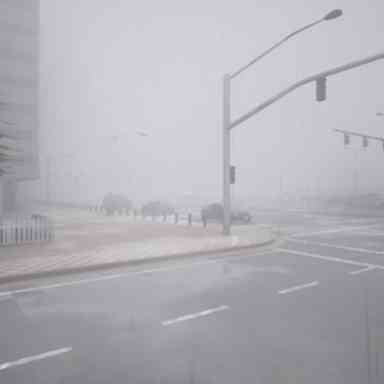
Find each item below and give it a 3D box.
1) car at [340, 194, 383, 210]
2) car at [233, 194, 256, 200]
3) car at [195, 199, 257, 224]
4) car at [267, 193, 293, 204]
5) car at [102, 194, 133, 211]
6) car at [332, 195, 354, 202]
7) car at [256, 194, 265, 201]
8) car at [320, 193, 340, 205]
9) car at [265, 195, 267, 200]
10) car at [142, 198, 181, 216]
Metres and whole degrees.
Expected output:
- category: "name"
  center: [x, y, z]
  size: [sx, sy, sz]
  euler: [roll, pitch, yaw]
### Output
- category: "car"
  center: [21.288, 1.156, 41.129]
  size: [1.932, 1.855, 4.605]
  euler: [0, 0, -36]
- category: "car"
  center: [11.680, 1.398, 74.207]
  size: [1.970, 1.475, 3.806]
  euler: [0, 0, -36]
- category: "car"
  center: [2.474, 1.526, 25.110]
  size: [1.812, 1.442, 4.674]
  euler: [0, 0, -34]
- category: "car"
  center: [15.745, 1.398, 58.560]
  size: [1.970, 1.475, 3.806]
  euler: [0, 0, -36]
- category: "car"
  center: [-9.397, 1.221, 41.628]
  size: [2.150, 2.045, 5.566]
  euler: [0, 0, -35]
- category: "car"
  center: [31.851, 1.369, 70.067]
  size: [1.784, 1.438, 3.905]
  euler: [0, 0, -36]
- category: "car"
  center: [14.038, 1.367, 75.886]
  size: [1.784, 1.438, 3.905]
  euler: [0, 0, -36]
- category: "car"
  center: [29.455, 1.158, 68.438]
  size: [1.932, 1.855, 4.605]
  euler: [0, 0, -36]
- category: "car"
  center: [16.195, 1.157, 77.484]
  size: [1.932, 1.855, 4.605]
  euler: [0, 0, -36]
- category: "car"
  center: [-3.355, 1.564, 33.193]
  size: [1.994, 1.385, 4.181]
  euler: [0, 0, -36]
